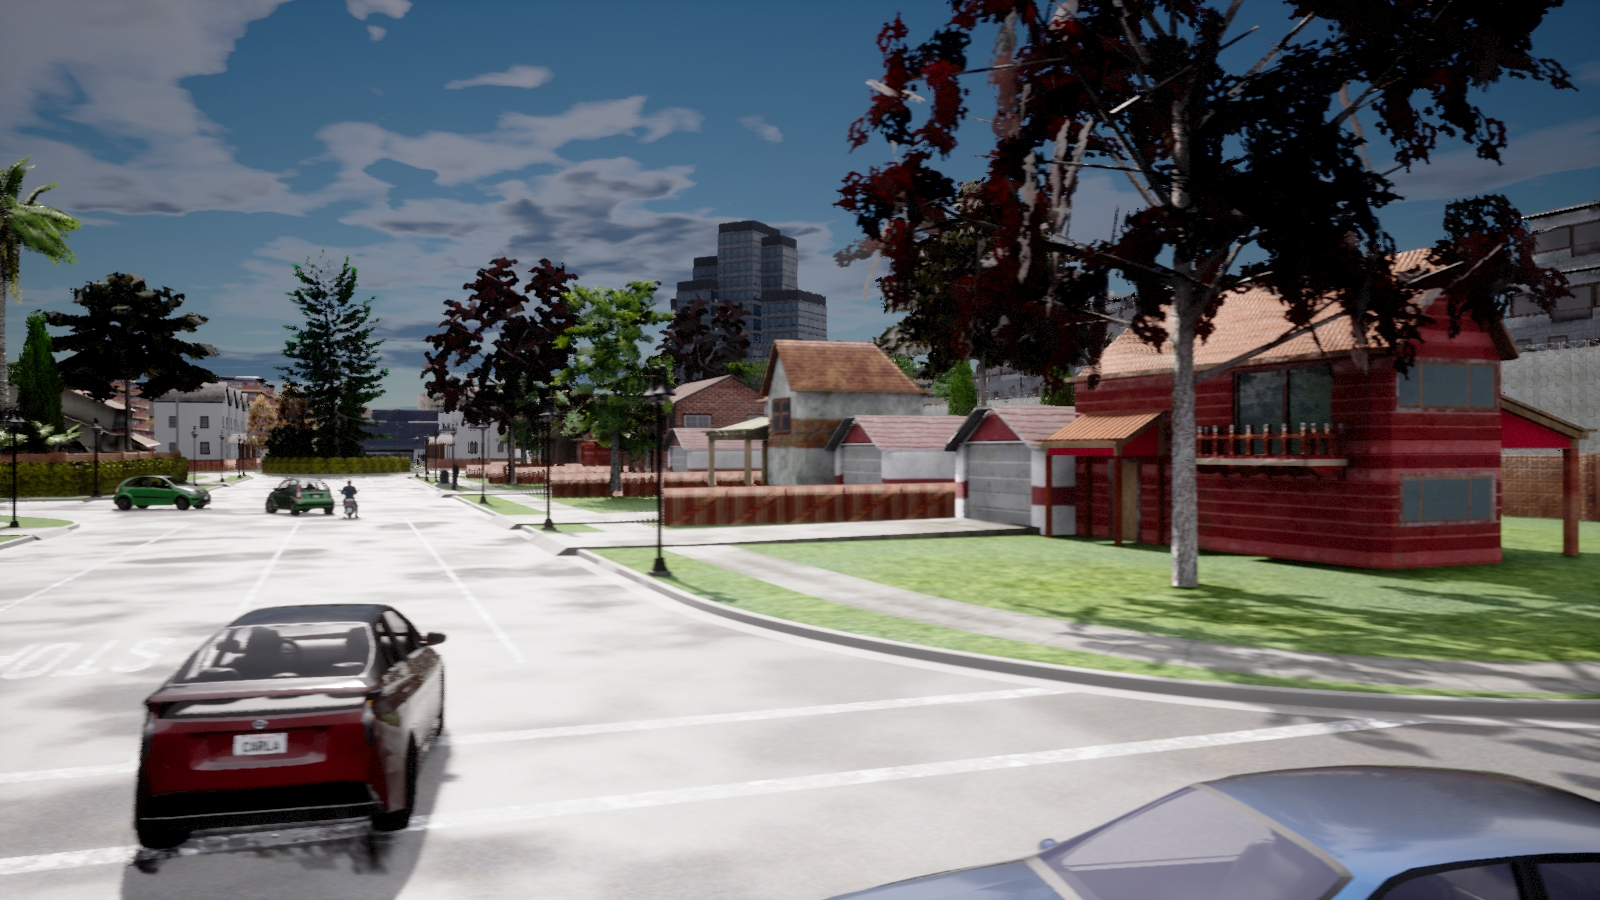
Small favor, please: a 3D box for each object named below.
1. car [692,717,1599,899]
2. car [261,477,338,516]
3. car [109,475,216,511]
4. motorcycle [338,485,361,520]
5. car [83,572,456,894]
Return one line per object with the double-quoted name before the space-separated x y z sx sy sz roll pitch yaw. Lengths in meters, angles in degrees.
"car" 2.322 2.096 4.613 5.357 1.411 2.033 0 0 -10
"car" -22.428 2.049 51.155 1.851 1.617 3.988 0 0 -45
"car" -29.978 1.995 53.827 3.988 1.617 1.851 0 0 0
"motorcycle" -18.800 2.172 47.662 0.856 1.341 1.805 0 0 -22
"car" -4.074 2.043 9.622 2.007 1.525 4.514 0 0 -14
